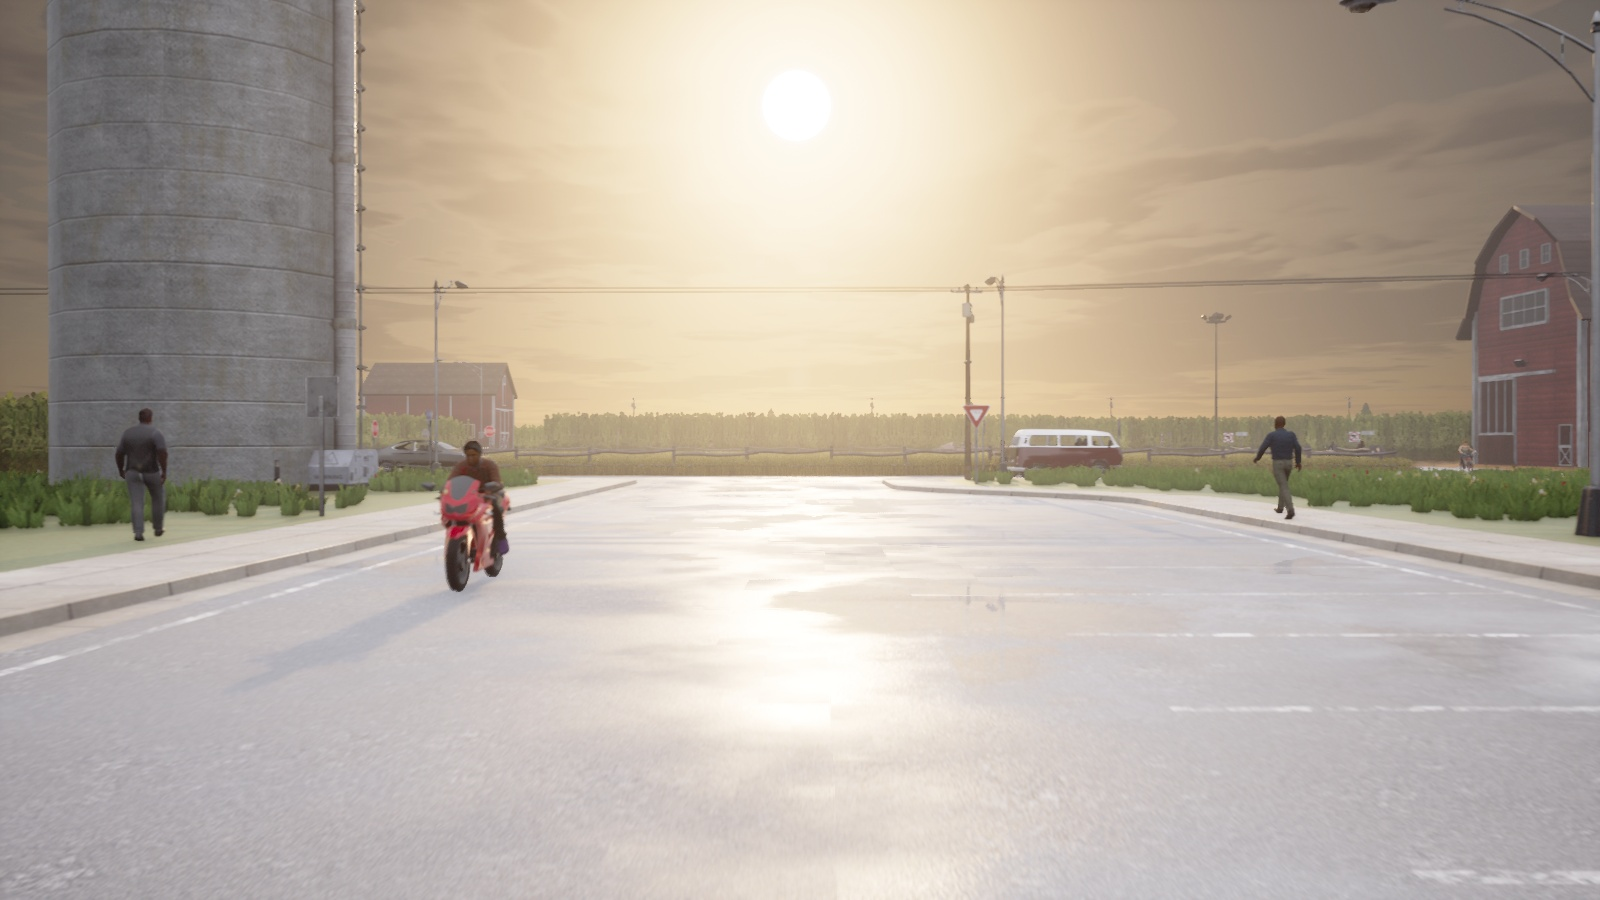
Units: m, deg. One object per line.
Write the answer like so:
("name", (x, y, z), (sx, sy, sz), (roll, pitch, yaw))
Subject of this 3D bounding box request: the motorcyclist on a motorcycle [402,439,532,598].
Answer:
("motorcyclist on a motorcycle", (-3.410, 0.652, 13.054), (0.797, 1.523, 2.044), (0, 0, 0))

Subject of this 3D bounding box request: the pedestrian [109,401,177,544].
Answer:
("pedestrian", (-8.873, 0.294, 16.981), (0.563, 1.883, 0.849), (0, 0, -9))

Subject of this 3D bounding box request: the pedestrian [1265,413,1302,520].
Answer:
("pedestrian", (8.472, 0.285, 22.020), (0.370, 1.835, 0.726), (0, 0, -1))

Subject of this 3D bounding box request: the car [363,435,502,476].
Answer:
("car", (-14.961, 0.224, 51.297), (5.027, 1.651, 2.152), (0, 0, 2))

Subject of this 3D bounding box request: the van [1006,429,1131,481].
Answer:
("van", (10.781, 0.193, 50.610), (4.480, 2.038, 2.069), (0, 0, -5))
